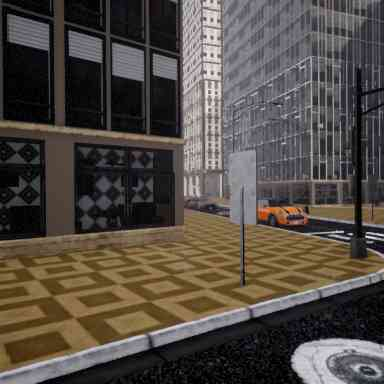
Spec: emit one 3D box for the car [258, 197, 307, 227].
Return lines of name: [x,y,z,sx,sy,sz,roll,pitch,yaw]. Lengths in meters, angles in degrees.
car: [5.330,1.172,21.451,2.097,1.767,4.553,-1,1,-18]

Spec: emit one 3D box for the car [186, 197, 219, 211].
car: [0.948,1.177,34.504,2.033,1.411,5.357,-1,1,-19]
